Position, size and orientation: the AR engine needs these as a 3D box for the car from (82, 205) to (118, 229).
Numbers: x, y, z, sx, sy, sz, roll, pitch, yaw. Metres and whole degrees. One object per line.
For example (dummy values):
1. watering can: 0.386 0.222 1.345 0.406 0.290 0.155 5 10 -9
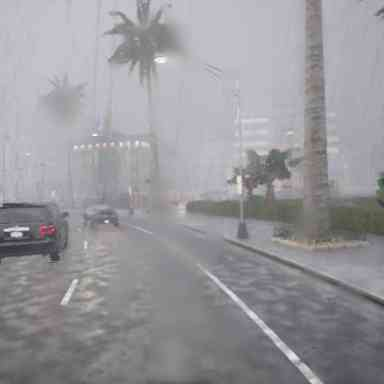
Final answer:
1. car: -6.539 1.677 23.526 1.837 1.490 4.892 -1 0 -26

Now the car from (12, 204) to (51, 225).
1. car: -14.212 1.886 29.222 2.128 1.511 4.902 -2 0 -37

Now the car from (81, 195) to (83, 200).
1. car: -25.718 2.113 76.418 4.674 1.452 2.002 -2 0 13

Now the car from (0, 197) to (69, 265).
1. car: -5.971 1.387 12.519 2.150 2.045 5.566 -2 0 -16
